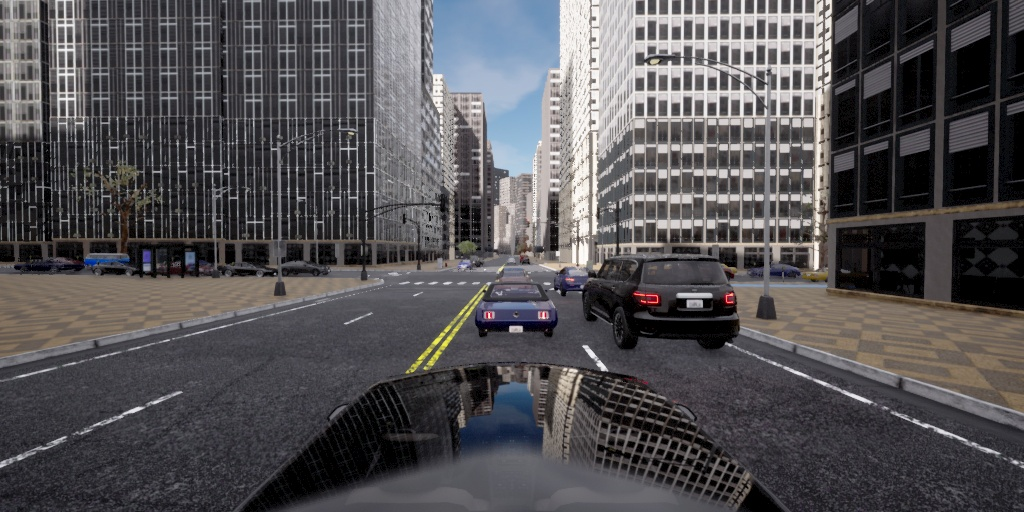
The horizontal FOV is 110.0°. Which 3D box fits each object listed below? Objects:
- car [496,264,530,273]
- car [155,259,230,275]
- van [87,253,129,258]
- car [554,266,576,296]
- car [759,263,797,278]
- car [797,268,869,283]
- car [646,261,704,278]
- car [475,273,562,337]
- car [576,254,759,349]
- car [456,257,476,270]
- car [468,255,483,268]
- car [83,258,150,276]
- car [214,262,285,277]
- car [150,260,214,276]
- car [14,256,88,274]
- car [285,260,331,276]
[{"bbox_3d":[0.078,1.305,18.961,1.994,1.385,4.181,0,0,0],"label":"car"},{"bbox_3d":[-30.271,1.043,34.046,5.357,1.411,2.033,1,1,1],"label":"car"},{"bbox_3d":[-45.340,0.605,40.129,3.998,1.789,1.690,0,0,1],"label":"van"},{"bbox_3d":[3.327,1.267,18.956,1.812,1.442,4.674,0,0,0],"label":"car"},{"bbox_3d":[26.447,1.477,36.337,4.674,1.442,1.812,0,1,1],"label":"car"},{"bbox_3d":[27.602,1.578,30.539,4.829,1.417,1.751,0,0,1],"label":"car"},{"bbox_3d":[16.473,1.341,36.493,5.008,1.535,1.882,1,1,1],"label":"car"},{"bbox_3d":[0.090,1.347,10.224,1.895,1.301,4.718,0,0,0],"label":"car"},{"bbox_3d":[3.341,0.968,9.264,2.150,2.045,5.566,0,0,0],"label":"car"},{"bbox_3d":[-6.657,1.241,51.247,1.812,1.442,4.674,0,0,-2],"label":"car"},{"bbox_3d":[-6.656,0.925,61.209,2.150,2.045,5.566,0,0,0],"label":"car"},{"bbox_3d":[-34.137,1.069,31.484,4.313,1.339,1.948,0,0,1],"label":"car"},{"bbox_3d":[-22.772,1.174,31.193,4.313,1.339,1.948,0,0,1],"label":"car"},{"bbox_3d":[-28.456,1.138,31.318,4.207,1.307,1.802,0,0,1],"label":"car"},{"bbox_3d":[-44.157,0.970,34.326,4.718,1.301,1.895,1,1,1],"label":"car"},{"bbox_3d":[-19.609,1.118,33.844,4.674,1.442,1.812,1,1,0],"label":"car"}]
